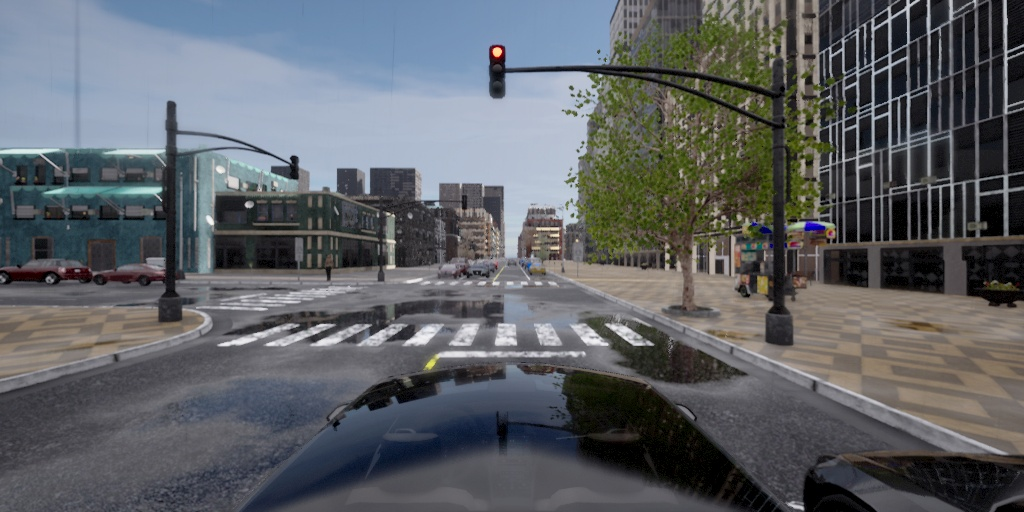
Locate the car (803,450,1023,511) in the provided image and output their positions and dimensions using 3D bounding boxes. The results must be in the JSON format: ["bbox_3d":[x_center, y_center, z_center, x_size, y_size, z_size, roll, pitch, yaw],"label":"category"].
[{"bbox_3d":[2.691,1.315,0.431,1.948,1.339,4.313,0,0,0],"label":"car"}]

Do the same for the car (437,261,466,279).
[{"bbox_3d":[-5.680,1.355,32.909,1.802,1.307,4.207,0,0,0],"label":"car"}]

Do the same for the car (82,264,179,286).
[{"bbox_3d":[-22.815,1.103,21.828,4.207,1.307,1.802,0,0,-1],"label":"car"}]

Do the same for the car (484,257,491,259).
[{"bbox_3d":[-3.074,1.267,53.835,1.882,1.535,5.008,0,0,0],"label":"car"}]

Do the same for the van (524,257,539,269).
[{"bbox_3d":[2.703,1.122,44.011,1.690,1.789,3.998,0,0,0],"label":"van"}]

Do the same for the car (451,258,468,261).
[{"bbox_3d":[-5.679,1.092,38.460,2.192,1.841,5.009,0,0,0],"label":"car"}]

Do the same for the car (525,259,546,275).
[{"bbox_3d":[2.702,1.303,38.630,1.751,1.417,4.829,0,0,0],"label":"car"}]

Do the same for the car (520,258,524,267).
[{"bbox_3d":[2.706,1.341,55.113,2.007,1.370,4.403,0,0,0],"label":"car"}]

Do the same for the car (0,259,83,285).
[{"bbox_3d":[-28.363,0.892,21.751,4.097,1.591,1.967,0,0,-1],"label":"car"}]

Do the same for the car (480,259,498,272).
[{"bbox_3d":[-3.086,1.346,43.783,1.994,1.385,4.181,0,0,0],"label":"car"}]

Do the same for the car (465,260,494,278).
[{"bbox_3d":[-3.089,1.338,33.734,1.994,1.385,4.181,0,0,0],"label":"car"}]

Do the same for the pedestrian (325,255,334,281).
[{"bbox_3d":[-12.742,0.804,24.917,0.375,1.860,0.375,0,-1,-1],"label":"pedestrian"}]
